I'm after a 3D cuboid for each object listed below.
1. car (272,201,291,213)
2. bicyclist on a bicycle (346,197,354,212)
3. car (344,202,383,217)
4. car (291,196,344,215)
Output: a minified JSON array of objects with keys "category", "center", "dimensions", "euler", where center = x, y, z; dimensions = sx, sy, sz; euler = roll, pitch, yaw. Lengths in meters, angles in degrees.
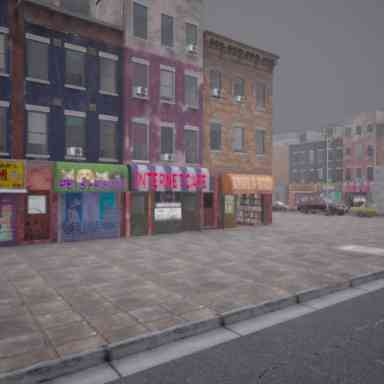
[{"category":"car","center":[9.765,1.658,37.829],"dimensions":[1.802,1.307,4.206],"euler":[0,0,-35]},{"category":"bicyclist on a bicycle","center":[17.485,1.373,36.729],"dimensions":[1.656,1.620,0.582],"euler":[0,0,-35]},{"category":"car","center":[16.194,1.573,28.813],"dimensions":[1.752,1.417,4.829],"euler":[0,0,-35]},{"category":"car","center":[12.930,1.377,33.390],"dimensions":[2.192,1.841,5.009],"euler":[0,0,-35]}]
